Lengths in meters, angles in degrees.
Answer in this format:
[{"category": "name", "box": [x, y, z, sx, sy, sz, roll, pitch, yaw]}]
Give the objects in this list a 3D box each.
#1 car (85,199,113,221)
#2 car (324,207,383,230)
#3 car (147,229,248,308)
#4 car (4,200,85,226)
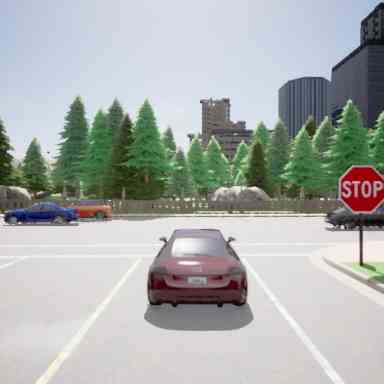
[{"category": "car", "box": [-8.886, 1.402, 27.169, 4.553, 1.767, 2.097, 0, 0, -2]}, {"category": "car", "box": [10.657, 1.573, 20.712, 4.674, 1.442, 1.812, 0, 0, -2]}, {"category": "car", "box": [0.128, 1.568, 8.029, 1.994, 1.385, 4.181, 0, 0, 1]}, {"category": "car", "box": [-10.604, 1.526, 23.601, 5.008, 1.535, 1.882, 0, 0, -2]}]
